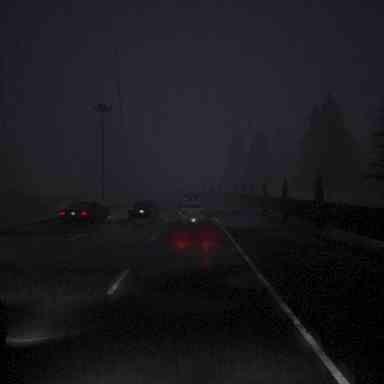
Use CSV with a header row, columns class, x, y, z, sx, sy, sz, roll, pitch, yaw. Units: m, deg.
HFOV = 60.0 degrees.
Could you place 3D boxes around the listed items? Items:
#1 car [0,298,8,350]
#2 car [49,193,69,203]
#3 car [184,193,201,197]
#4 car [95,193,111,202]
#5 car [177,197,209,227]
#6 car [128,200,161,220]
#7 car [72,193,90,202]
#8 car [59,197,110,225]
class,x,y,z,sx,sy,sz,roll,pitch,yaw
car,-3.401,1.321,2.400,2.097,1.767,4.553,0,1,0
car,-21.575,0.889,54.086,1.812,1.442,4.674,0,1,-6
car,0.086,0.848,41.073,2.097,1.767,4.553,0,1,0
car,-14.616,0.934,54.847,1.895,1.301,4.718,0,1,-6
car,0.083,1.273,20.431,1.812,1.442,4.674,0,1,0
car,-3.404,1.262,24.477,1.994,1.385,4.181,0,1,0
car,-18.094,0.907,54.445,1.994,1.385,4.181,0,1,-6
car,-6.904,1.278,21.794,2.033,1.411,5.357,0,1,0
